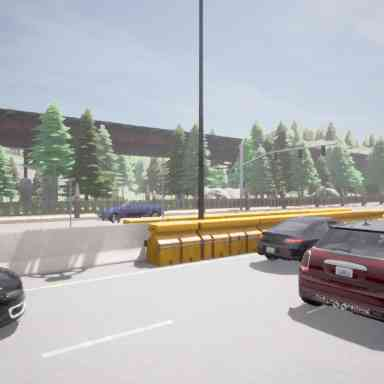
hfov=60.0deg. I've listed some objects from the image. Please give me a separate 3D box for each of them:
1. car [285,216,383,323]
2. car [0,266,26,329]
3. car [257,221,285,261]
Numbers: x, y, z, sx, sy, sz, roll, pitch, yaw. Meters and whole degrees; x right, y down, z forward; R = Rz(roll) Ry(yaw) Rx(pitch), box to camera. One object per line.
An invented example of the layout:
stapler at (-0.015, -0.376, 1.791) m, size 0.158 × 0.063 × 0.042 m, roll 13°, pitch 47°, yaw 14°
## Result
car at (4.269, 1.352, 6.802) m, size 4.553 × 1.767 × 2.097 m, roll 0°, pitch 0°, yaw -36°
car at (-4.976, 1.505, 4.494) m, size 4.892 × 1.490 × 1.837 m, roll 0°, pitch 0°, yaw -36°
car at (4.171, 1.526, 11.024) m, size 4.674 × 1.442 × 1.812 m, roll 0°, pitch 0°, yaw -35°
